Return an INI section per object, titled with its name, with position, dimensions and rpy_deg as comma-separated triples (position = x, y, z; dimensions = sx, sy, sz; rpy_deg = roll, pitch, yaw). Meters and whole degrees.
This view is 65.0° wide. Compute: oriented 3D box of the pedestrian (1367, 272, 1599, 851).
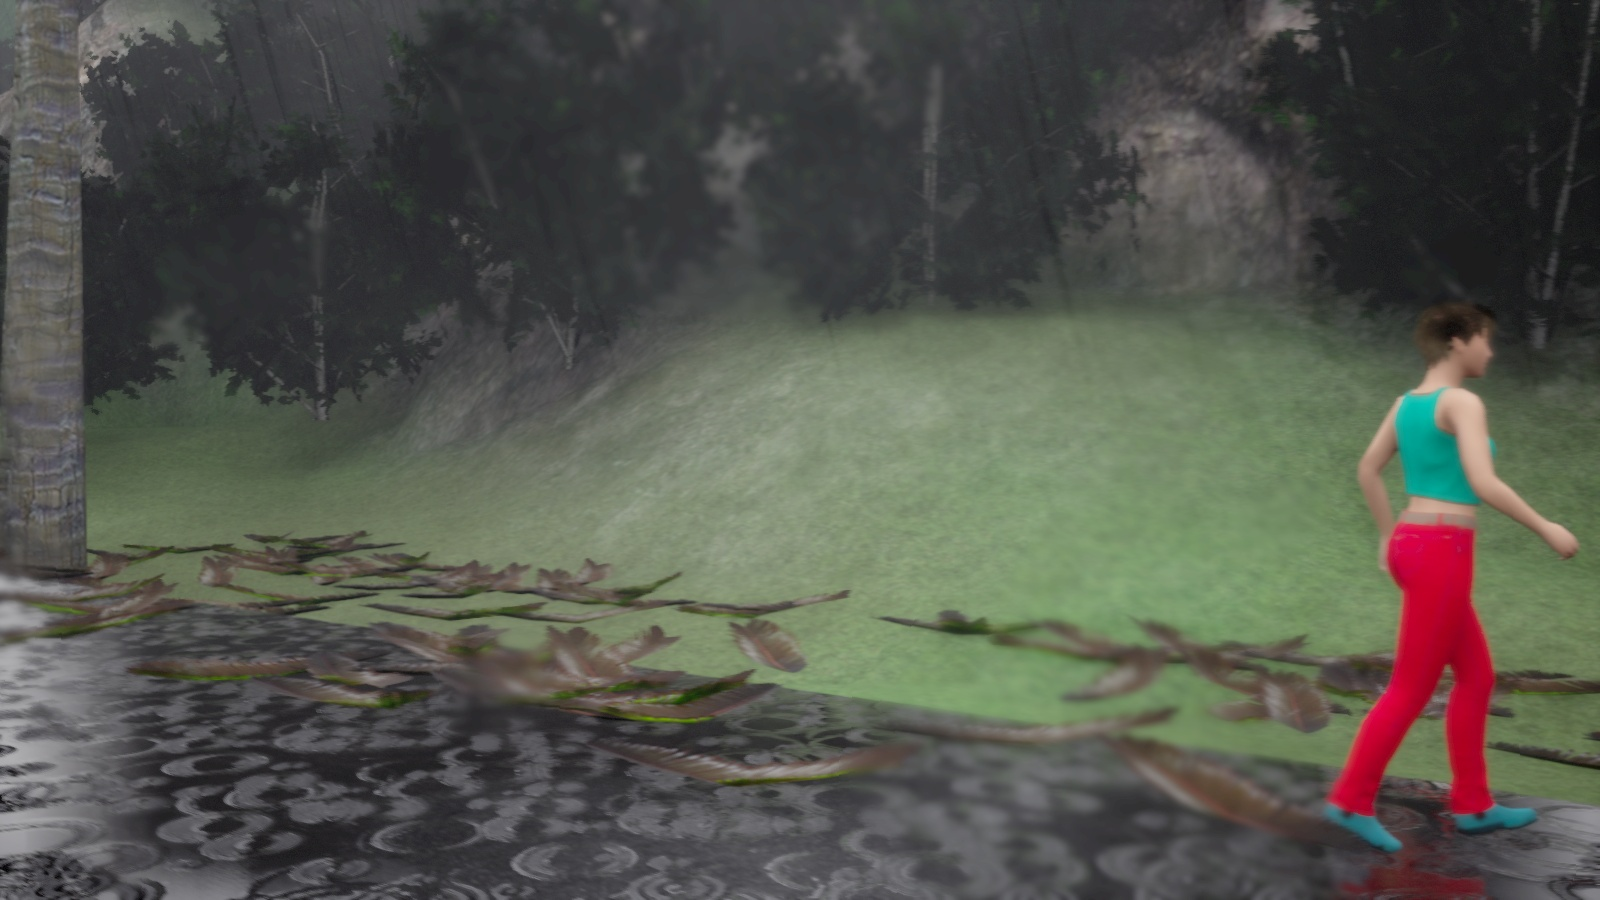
[pedestrian]
position = 2.260, 0.355, 4.189
dimensions = 0.594, 1.836, 0.345
rpy_deg = 0, 1, 9
